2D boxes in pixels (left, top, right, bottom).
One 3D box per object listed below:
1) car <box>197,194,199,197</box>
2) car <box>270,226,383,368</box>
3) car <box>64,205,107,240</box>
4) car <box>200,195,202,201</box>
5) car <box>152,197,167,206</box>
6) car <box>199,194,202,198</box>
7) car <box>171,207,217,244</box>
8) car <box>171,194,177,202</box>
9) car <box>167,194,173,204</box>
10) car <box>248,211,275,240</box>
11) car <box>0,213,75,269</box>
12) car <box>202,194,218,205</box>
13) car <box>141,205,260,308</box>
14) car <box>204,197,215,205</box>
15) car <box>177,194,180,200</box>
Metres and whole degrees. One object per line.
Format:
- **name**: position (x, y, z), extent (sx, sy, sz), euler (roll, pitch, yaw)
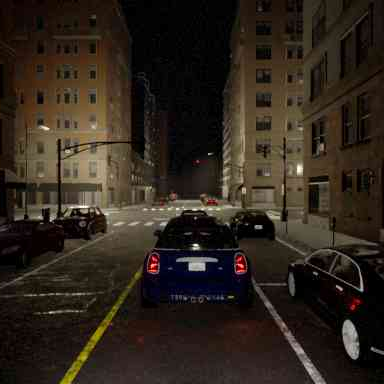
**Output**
- **car**: position (3.264, 1.458, 91.526), extent (2.192, 1.841, 5.009), euler (0, 0, 0)
- **car**: position (2.873, 1.551, 5.571), extent (2.008, 1.369, 4.403), euler (0, 0, 0)
- **car**: position (-5.616, 1.441, 16.603), extent (1.967, 1.590, 4.097), euler (0, 0, 0)
- **car**: position (3.126, 1.607, 64.481), extent (2.008, 1.369, 4.403), euler (0, 0, 0)
- **car**: position (-5.455, 1.618, 53.705), extent (1.802, 1.307, 4.206), euler (0, 0, 0)
- **car**: position (3.181, 1.525, 75.299), extent (1.967, 1.590, 4.097), euler (0, 0, 0)
- **car**: position (0.100, 1.565, 16.647), extent (1.994, 1.385, 4.181), euler (0, 0, 1)
- **car**: position (-5.316, 1.627, 80.577), extent (1.752, 1.417, 4.829), euler (0, 0, 0)
- **car**: position (-5.399, 1.607, 64.522), extent (2.008, 1.369, 4.403), euler (0, 0, 0)
- **car**: position (2.910, 1.567, 16.574), extent (1.947, 1.339, 4.313), euler (0, 0, 0)
- **car**: position (-5.634, 1.582, 11.101), extent (1.802, 1.307, 4.206), euler (0, 0, 0)
- **car**: position (3.069, 1.477, 53.663), extent (1.967, 1.590, 4.097), euler (0, 0, 0)
- **car**: position (0.105, 1.352, 8.064), extent (2.097, 1.767, 4.553), euler (0, 0, 0)
- **car**: position (3.098, 1.571, 59.243), extent (1.752, 1.417, 4.829), euler (0, 0, 0)
- **car**: position (-5.260, 1.458, 91.565), extent (2.192, 1.841, 5.009), euler (0, 0, 0)
